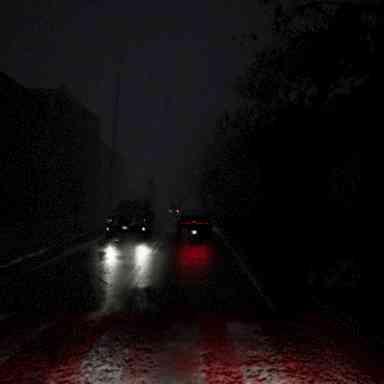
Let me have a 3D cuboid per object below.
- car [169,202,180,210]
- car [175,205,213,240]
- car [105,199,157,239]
[{"bbox_3d":[-3.095,2.566,60.499,2.033,1.411,5.357,0,-2,1],"label":"car"},{"bbox_3d":[0.119,1.721,18.536,1.837,1.490,4.892,0,-1,0],"label":"car"},{"bbox_3d":[-3.329,1.445,19.249,2.150,2.045,5.566,0,-1,0],"label":"car"}]
